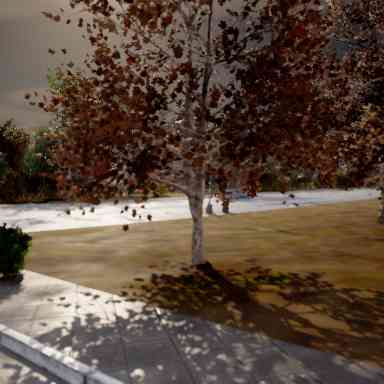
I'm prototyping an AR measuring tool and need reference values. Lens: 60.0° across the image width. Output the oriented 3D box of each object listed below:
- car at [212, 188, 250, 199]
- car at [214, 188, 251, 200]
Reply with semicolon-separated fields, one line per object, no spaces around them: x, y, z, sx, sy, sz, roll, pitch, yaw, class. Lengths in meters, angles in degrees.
5.229;0.165;44.469;4.718;1.301;1.895;-3;3;-30;car
5.208;0.319;40.359;4.181;1.385;1.994;-3;3;-31;car
